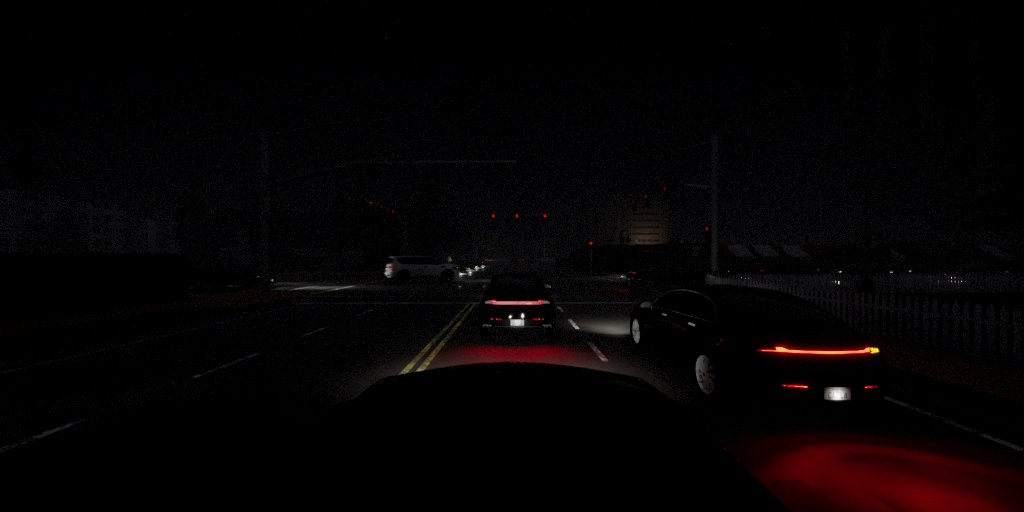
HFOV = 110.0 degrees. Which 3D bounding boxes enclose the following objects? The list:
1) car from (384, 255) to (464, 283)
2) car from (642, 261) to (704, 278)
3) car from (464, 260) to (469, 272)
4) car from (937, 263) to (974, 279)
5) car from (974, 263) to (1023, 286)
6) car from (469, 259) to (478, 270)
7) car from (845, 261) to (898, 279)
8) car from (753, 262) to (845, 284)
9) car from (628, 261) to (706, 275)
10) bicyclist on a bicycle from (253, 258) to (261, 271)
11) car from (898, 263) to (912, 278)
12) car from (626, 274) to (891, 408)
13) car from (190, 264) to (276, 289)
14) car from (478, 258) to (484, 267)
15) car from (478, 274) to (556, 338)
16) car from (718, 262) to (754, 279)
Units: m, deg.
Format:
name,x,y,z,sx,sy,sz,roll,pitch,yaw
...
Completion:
name,x,y,z,sx,sy,sz,roll,pitch,yaw
car,-6.938,0.974,27.809,5.566,2.045,2.150,0,1,-23
car,14.931,1.255,33.416,4.892,1.490,1.837,0,0,1
car,-6.830,1.255,44.270,1.837,1.490,4.892,0,0,0
car,38.885,1.276,30.282,4.674,1.442,1.812,0,0,-1
car,33.595,1.241,22.999,4.902,1.511,2.128,0,0,-1
car,-6.759,1.276,54.093,1.812,1.442,4.674,0,0,1
car,28.885,1.276,30.102,4.674,1.442,1.812,0,0,-1
car,20.909,1.255,26.264,4.892,1.490,1.837,0,0,-1
car,9.761,1.241,22.579,4.902,1.511,2.128,0,0,-1
bicyclist on a bicycle,-26.163,1.051,36.762,0.582,1.620,1.656,0,0,-3
car,34.494,1.241,33.710,4.902,1.511,2.128,0,0,-1
car,3.588,1.255,6.337,1.837,1.490,4.892,0,0,1
car,-17.363,1.241,22.226,4.902,1.511,2.128,0,0,-2
car,-6.653,1.314,64.136,1.994,1.385,4.181,0,0,1
car,0.133,1.242,10.243,2.128,1.511,4.902,0,0,0
car,19.625,1.241,29.938,4.902,1.511,2.128,0,0,-1
